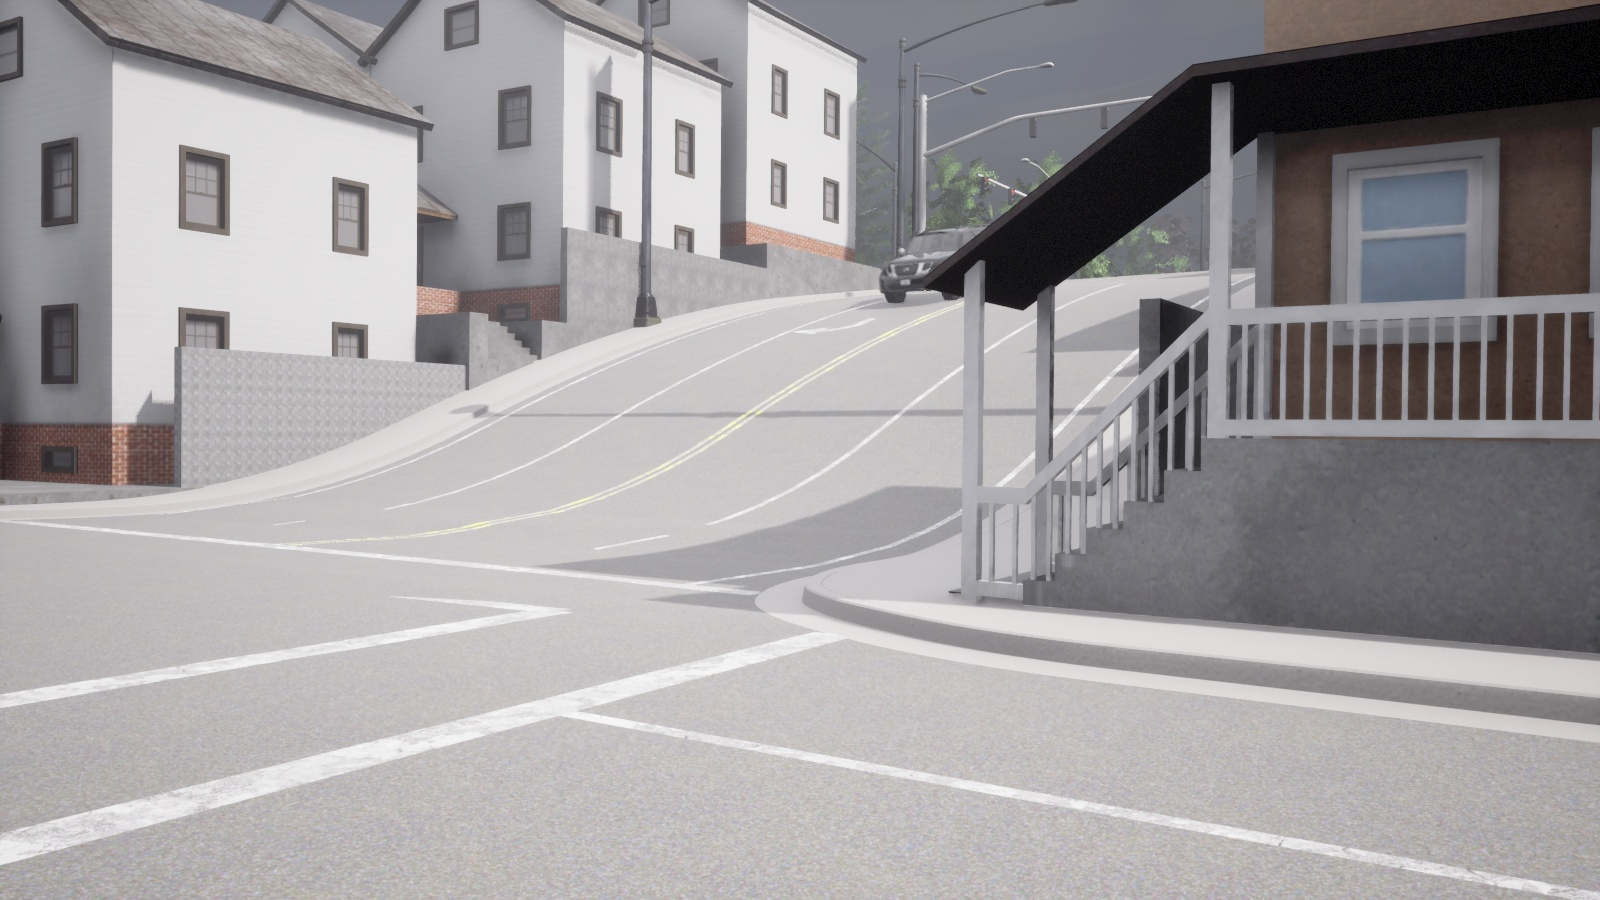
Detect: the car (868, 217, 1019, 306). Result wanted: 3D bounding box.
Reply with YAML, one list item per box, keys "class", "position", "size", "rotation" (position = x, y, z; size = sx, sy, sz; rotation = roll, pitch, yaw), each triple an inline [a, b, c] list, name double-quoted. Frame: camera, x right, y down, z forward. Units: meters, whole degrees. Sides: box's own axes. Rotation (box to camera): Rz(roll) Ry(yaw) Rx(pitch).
- class: "car"
  position: [4.462, -5.767, 38.106]
  size: [2.150, 2.045, 5.566]
  rotation: [0, 12, 33]
